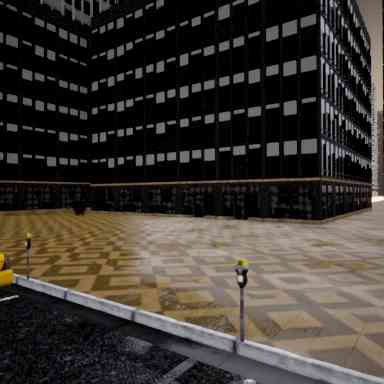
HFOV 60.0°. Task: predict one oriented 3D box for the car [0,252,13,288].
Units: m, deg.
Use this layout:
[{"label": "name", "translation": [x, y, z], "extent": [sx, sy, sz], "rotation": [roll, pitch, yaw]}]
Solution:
[{"label": "car", "translation": [-6.205, 1.457, 7.706], "extent": [5.366, 1.575, 1.801], "rotation": [0, 0, 36]}]
